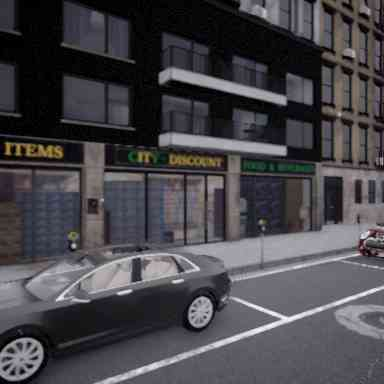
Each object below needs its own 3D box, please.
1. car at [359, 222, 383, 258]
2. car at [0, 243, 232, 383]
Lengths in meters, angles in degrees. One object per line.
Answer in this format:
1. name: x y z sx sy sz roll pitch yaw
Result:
1. car: 7.632 1.452 11.632 4.097 1.590 1.967 0 0 -35
2. car: -1.341 1.552 5.232 4.403 1.369 2.008 0 0 -35
